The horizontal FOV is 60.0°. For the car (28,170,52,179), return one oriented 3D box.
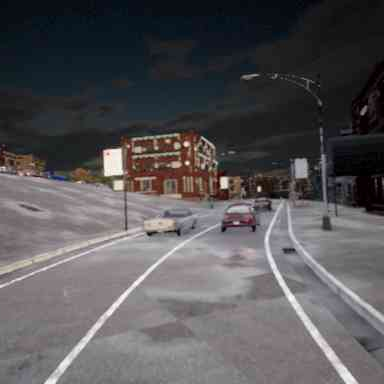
[{"bbox_3d":[-21.157,-2.047,43.963,2.185,1.767,4.553,-3,-2,6],"label":"car"}]

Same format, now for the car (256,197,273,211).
[{"bbox_3d":[8.099,1.346,37.913,2.128,1.511,4.902,-3,-1,16],"label":"car"}]

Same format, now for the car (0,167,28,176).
[{"bbox_3d":[-21.755,-2.112,38.358,2.231,1.521,4.892,-3,-2,7],"label":"car"}]

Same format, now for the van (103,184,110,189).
[{"bbox_3d":[-19.841,-0.789,71.766,1.878,1.987,4.442,-2,-3,1],"label":"van"}]

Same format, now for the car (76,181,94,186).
[{"bbox_3d":[-20.044,-1.152,60.556,2.002,1.452,4.674,-2,-3,2],"label":"car"}]

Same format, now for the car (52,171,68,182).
[{"bbox_3d":[-20.661,-1.955,49.552,2.435,2.045,5.566,-3,-2,5],"label":"car"}]

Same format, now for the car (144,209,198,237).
[{"bbox_3d":[-1.039,1.626,18.526,1.895,1.301,4.718,-3,0,14],"label":"car"}]

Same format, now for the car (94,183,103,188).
[{"bbox_3d":[-19.897,-0.855,66.089,2.002,1.452,4.674,-2,-3,1],"label":"car"}]

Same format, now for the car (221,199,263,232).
[{"bbox_3d":[2.824,1.365,19.004,1.812,1.442,4.674,-3,0,15],"label":"car"}]
